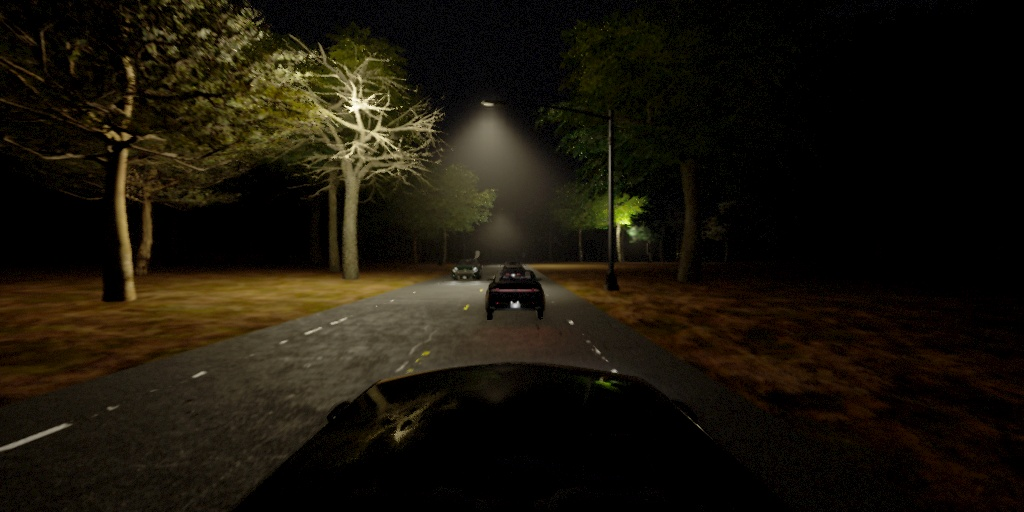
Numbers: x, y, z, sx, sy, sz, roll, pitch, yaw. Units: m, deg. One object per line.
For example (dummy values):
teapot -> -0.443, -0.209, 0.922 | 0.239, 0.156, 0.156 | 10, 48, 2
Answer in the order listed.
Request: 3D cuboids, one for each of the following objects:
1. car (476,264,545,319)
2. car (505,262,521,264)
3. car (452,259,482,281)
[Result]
car -> 0.100, 1.218, 12.792 | 2.128, 1.511, 4.902 | 0, 0, 0
car -> 0.098, 1.203, 29.701 | 1.837, 1.490, 4.892 | 0, 0, 0
car -> -3.596, 1.051, 29.460 | 2.097, 1.767, 4.553 | 0, 0, 0
